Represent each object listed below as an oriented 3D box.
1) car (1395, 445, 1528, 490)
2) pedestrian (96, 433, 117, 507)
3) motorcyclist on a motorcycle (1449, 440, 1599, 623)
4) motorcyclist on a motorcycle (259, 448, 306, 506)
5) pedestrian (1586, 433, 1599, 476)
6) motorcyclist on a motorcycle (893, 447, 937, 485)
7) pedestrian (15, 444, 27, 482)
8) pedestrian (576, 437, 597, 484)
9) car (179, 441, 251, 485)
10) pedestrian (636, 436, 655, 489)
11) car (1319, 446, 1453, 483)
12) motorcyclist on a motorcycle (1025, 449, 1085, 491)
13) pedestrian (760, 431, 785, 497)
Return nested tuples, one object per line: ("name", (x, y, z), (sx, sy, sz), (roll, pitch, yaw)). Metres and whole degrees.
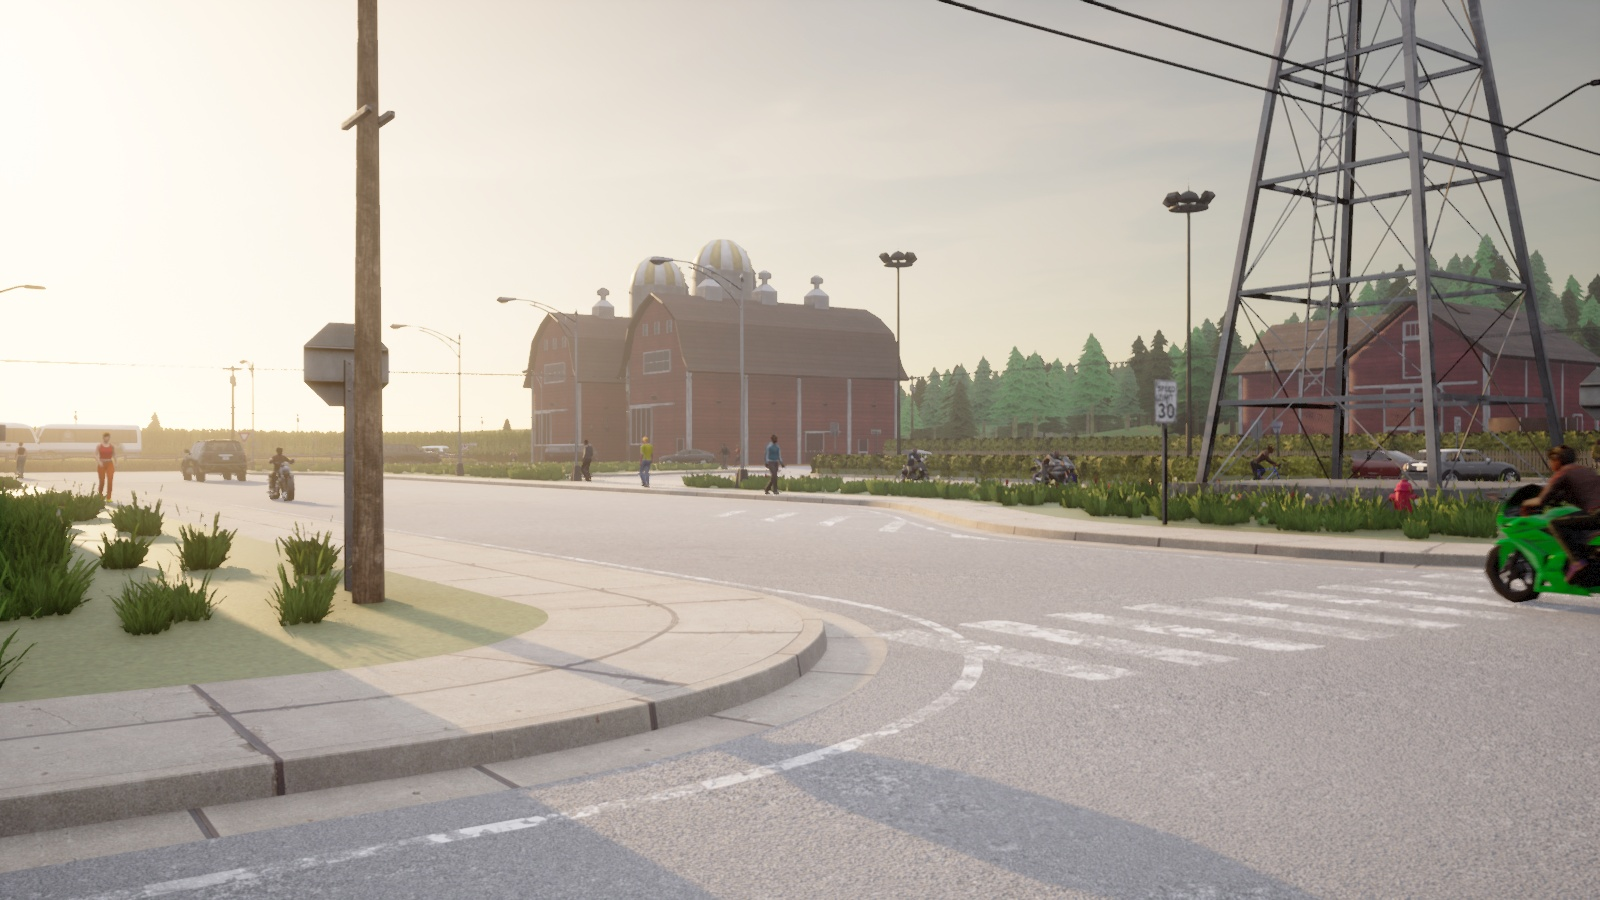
("car", (22.738, 0.582, 43.211), (3.806, 1.475, 1.970), (0, 0, -19))
("pedestrian", (-17.536, 0.499, 31.744), (0.345, 1.836, 0.594), (0, 0, -39))
("motorcyclist on a motorcycle", (6.980, 0.688, 11.332), (0.797, 1.523, 2.044), (-2, 1, -14))
("motorcyclist on a motorcycle", (-15.323, 0.782, 37.147), (0.766, 1.649, 2.350), (0, 0, -36))
("pedestrian", (34.519, 0.206, 54.383), (0.370, 1.835, 0.726), (0, 0, -35))
("motorcyclist on a motorcycle", (4.895, 0.671, 53.396), (0.866, 1.590, 1.817), (0, 0, -35))
("pedestrian", (-37.718, 0.613, 60.780), (0.594, 1.836, 0.345), (0, 0, 43))
("pedestrian", (-8.878, 0.448, 52.245), (0.788, 1.949, 0.423), (0, 0, 32))
("car", (-28.855, 0.627, 61.838), (2.150, 2.045, 5.566), (0, 0, -36))
("pedestrian", (-5.468, 0.431, 44.380), (0.354, 1.836, 0.706), (0, 0, -39))
("car", (25.326, 0.602, 54.406), (2.163, 1.488, 4.792), (0, 0, -35))
("motorcyclist on a motorcycle", (9.523, 0.726, 46.934), (0.866, 1.530, 2.191), (0, 0, -36))
("pedestrian", (-0.809, 0.405, 36.852), (0.396, 1.930, 0.692), (0, 0, -35))
